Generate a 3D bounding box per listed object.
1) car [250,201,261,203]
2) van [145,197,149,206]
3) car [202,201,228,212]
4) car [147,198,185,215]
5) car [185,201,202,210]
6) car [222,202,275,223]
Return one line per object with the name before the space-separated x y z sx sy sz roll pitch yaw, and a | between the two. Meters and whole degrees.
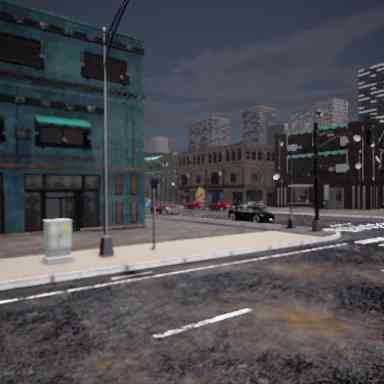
car | 6.930 1.777 39.260 2.008 1.369 4.403 -2 0 -35
van | -9.117 1.874 61.811 1.690 1.788 3.998 -2 0 -35
car | 3.722 1.871 43.771 1.802 1.307 4.206 -2 0 -35
car | -3.109 1.823 38.911 1.967 1.590 4.097 -2 0 -35
car | 0.515 1.933 48.280 1.802 1.307 4.206 -2 0 -35
car | 4.839 1.791 27.533 1.947 1.339 4.313 -2 0 -35
